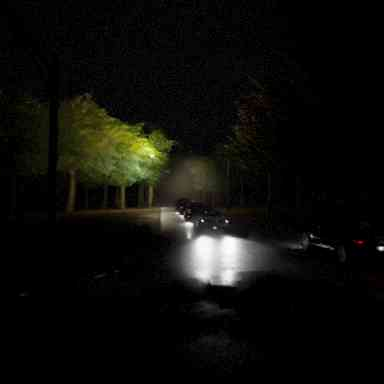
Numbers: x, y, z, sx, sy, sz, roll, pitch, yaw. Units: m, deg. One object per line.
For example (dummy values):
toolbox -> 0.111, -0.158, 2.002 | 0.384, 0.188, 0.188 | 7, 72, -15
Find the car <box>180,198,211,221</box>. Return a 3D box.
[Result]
car -> 0.330, 1.733, 30.943 | 2.097, 1.767, 4.553 | 1, -1, -5

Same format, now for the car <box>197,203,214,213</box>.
car -> 2.058, 2.419, 51.884 | 2.033, 1.411, 5.357 | 1, -2, -5

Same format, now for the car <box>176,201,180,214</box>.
car -> -0.530, 2.108, 40.857 | 1.994, 1.385, 4.181 | 1, -1, -5

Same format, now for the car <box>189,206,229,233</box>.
car -> 1.149, 1.847, 21.874 | 1.895, 1.301, 4.718 | 1, -1, -5

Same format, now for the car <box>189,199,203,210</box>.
car -> 0.781, 2.500, 65.518 | 2.150, 2.045, 5.566 | 1, -2, -5

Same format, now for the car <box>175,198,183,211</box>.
car -> -1.491, 1.994, 51.277 | 2.150, 2.045, 5.566 | 1, -2, -5

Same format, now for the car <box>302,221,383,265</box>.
car -> 5.732, 1.759, 12.373 | 1.994, 1.385, 4.181 | 1, -1, -5
